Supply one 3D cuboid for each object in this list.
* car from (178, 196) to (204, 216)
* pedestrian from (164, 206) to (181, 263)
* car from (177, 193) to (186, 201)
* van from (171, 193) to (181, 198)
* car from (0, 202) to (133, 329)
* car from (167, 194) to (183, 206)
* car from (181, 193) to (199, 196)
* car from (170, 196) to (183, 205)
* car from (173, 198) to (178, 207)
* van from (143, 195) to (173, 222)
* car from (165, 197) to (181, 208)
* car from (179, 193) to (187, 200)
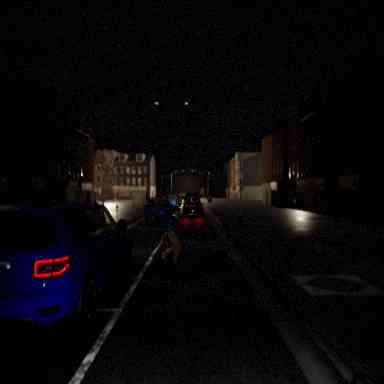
[{"bbox_3d":[0.076,1.420,31.073,2.128,1.511,4.902,0,0,0],"label":"car"},{"bbox_3d":[-0.583,1.268,10.357,0.375,1.860,0.375,0,0,0],"label":"pedestrian"},{"bbox_3d":[-2.652,1.172,84.237,2.192,1.841,5.009,0,0,0],"label":"car"},{"bbox_3d":[-2.647,1.251,41.526,1.690,1.788,3.998,0,0,0],"label":"van"},{"bbox_3d":[-2.751,1.207,7.107,2.150,2.045,5.566,0,0,0],"label":"car"},{"bbox_3d":[-2.649,1.207,52.393,2.192,1.841,5.009,0,0,0],"label":"car"},{"bbox_3d":[0.039,1.129,43.274,2.150,2.045,5.566,0,0,1],"label":"car"},{"bbox_3d":[-2.648,1.429,57.828,1.887,1.381,4.507,0,0,0],"label":"car"},{"bbox_3d":[-2.645,1.496,30.658,1.947,1.339,4.313,0,0,0],"label":"car"},{"bbox_3d":[-2.646,1.282,25.224,1.690,1.788,3.998,0,0,0],"label":"van"},{"bbox_3d":[-2.647,1.445,46.960,1.887,1.381,4.507,0,0,0],"label":"car"},{"bbox_3d":[-2.654,1.166,95.091,2.192,1.841,5.009,0,0,0],"label":"car"}]
